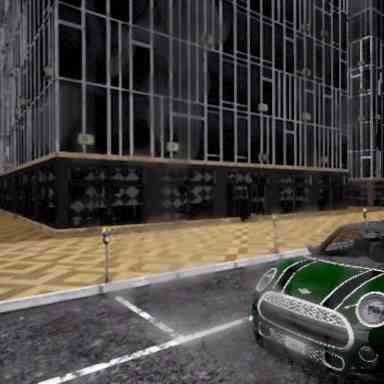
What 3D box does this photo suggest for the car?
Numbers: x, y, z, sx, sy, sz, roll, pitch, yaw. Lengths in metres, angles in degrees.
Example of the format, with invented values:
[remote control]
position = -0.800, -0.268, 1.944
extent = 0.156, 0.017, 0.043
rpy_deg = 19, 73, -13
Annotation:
[car]
position = 3.118, 1.309, 5.481
extent = 4.553, 1.767, 2.097
rpy_deg = -1, 0, -36
